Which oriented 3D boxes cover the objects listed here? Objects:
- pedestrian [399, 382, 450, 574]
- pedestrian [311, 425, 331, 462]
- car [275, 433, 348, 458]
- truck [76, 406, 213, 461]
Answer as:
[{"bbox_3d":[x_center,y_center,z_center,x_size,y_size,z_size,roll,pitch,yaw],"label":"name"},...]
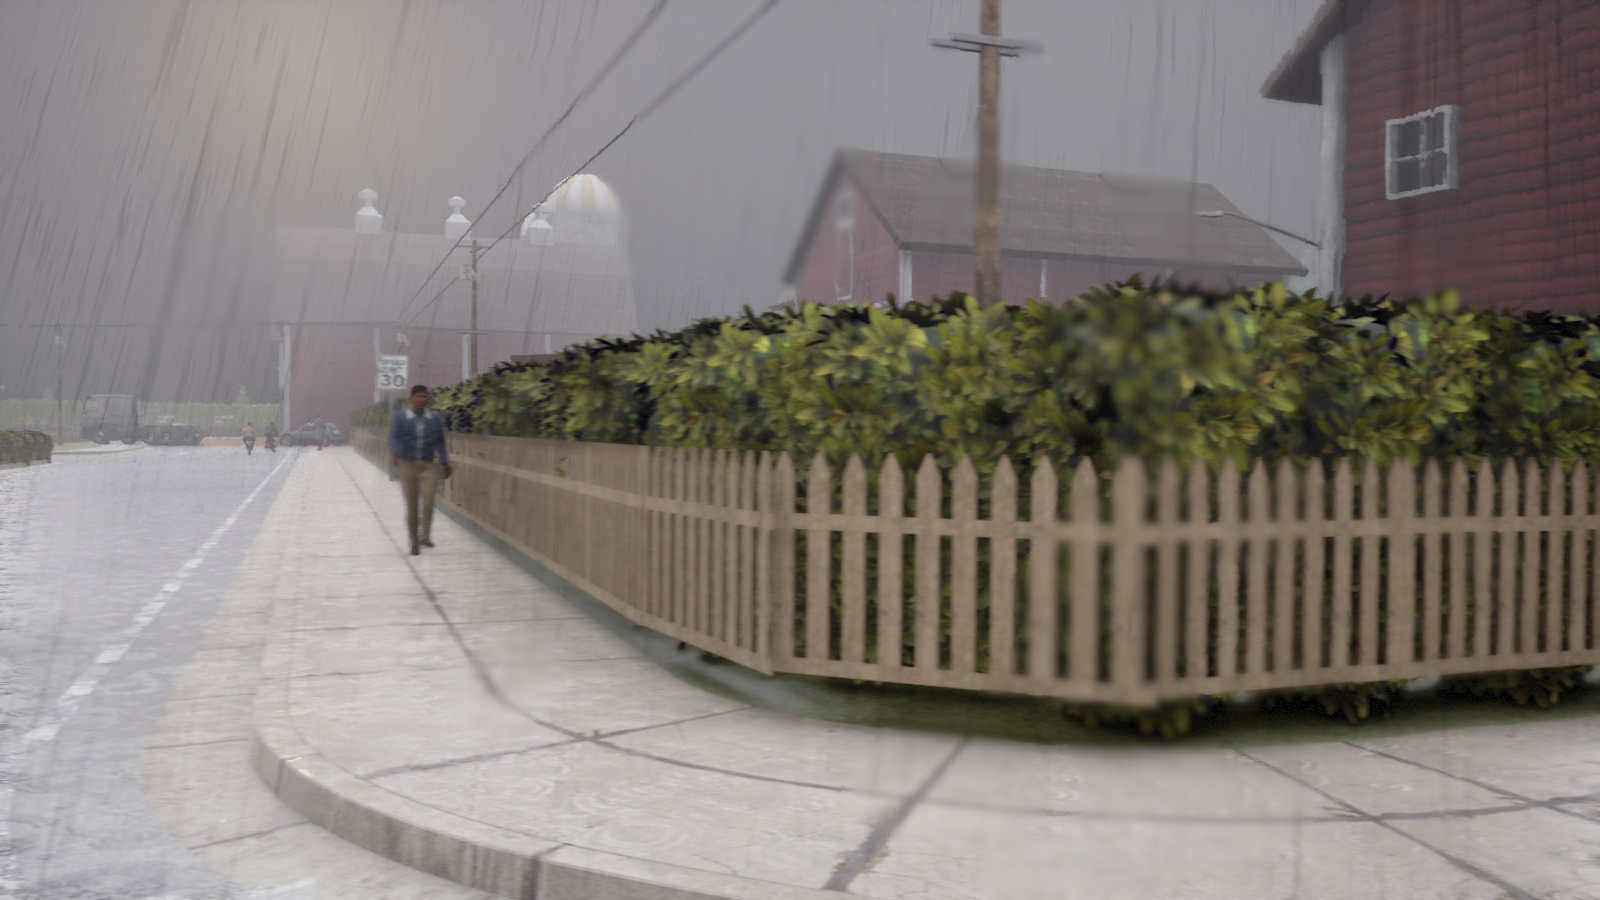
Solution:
[{"bbox_3d":[-3.947,0.279,13.182,0.423,1.949,0.788,-1,1,-21],"label":"pedestrian"},{"bbox_3d":[-25.627,-0.363,67.133,0.659,1.952,0.873,-2,1,-45],"label":"pedestrian"},{"bbox_3d":[-31.064,-0.283,79.941,3.806,1.475,1.970,-1,1,9],"label":"car"},{"bbox_3d":[-43.148,-1.082,82.672,7.936,3.462,2.891,-1,1,13],"label":"truck"}]
